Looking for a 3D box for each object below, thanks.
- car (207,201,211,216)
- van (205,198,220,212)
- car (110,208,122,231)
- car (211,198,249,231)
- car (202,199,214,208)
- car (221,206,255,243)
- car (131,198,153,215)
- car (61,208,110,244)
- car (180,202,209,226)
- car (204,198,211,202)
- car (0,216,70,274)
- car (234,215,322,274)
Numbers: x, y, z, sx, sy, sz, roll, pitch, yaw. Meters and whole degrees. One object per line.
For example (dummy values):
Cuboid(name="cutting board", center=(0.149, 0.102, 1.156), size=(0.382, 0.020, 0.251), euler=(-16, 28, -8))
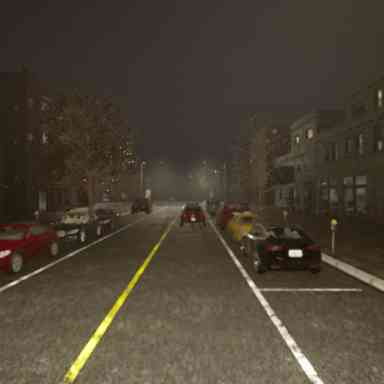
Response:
Cuboid(name="car", center=(2.672, 1.814, 32.895), size=(1.802, 1.307, 4.206), euler=(-1, 0, 0))
Cuboid(name="van", center=(2.664, 1.650, 43.993), size=(1.690, 1.788, 3.998), euler=(-1, 0, 0))
Cuboid(name="car", center=(-5.703, 1.737, 21.792), size=(1.802, 1.307, 4.206), euler=(-1, 0, 0))
Cuboid(name="car", center=(2.675, 1.469, 21.801), size=(2.192, 1.841, 5.009), euler=(-1, 0, 0))
Cuboid(name="car", center=(2.661, 1.913, 55.258), size=(1.752, 1.417, 4.829), euler=(-1, 0, 0))
Cuboid(name="car", center=(2.681, 1.642, 16.420), size=(1.752, 1.417, 4.829), euler=(-1, 0, 0))
Cuboid(name="car", center=(-5.713, 1.587, 38.438), size=(2.192, 1.841, 5.009), euler=(-1, 0, 0))
Cuboid(name="car", center=(-5.700, 1.667, 16.244), size=(2.008, 1.369, 4.403), euler=(-1, 0, 0))
Cuboid(name="car", center=(0.089, 1.700, 24.631), size=(1.812, 1.442, 4.674), euler=(0, 0, 0))
Cuboid(name="car", center=(2.669, 1.797, 38.613), size=(1.752, 1.417, 4.829), euler=(-1, 0, 0))
Cuboid(name="car", center=(-5.697, 1.659, 10.695), size=(1.802, 1.307, 4.206), euler=(-1, 0, 0))
Cuboid(name="car", center=(2.683, 1.642, 10.702), size=(1.947, 1.339, 4.313), euler=(-1, 0, 0))
